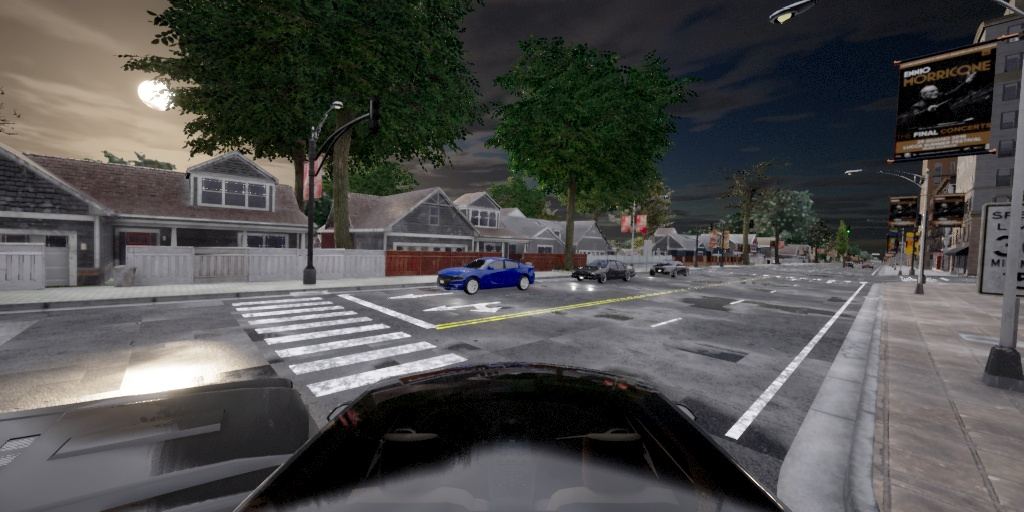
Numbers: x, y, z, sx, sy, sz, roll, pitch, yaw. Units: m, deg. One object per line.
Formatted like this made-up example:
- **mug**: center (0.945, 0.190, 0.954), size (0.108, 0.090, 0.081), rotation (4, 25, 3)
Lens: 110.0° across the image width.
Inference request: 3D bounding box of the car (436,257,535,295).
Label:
- **car**: center (-1.073, 0.805, 16.501), size (5.008, 1.535, 1.882), rotation (0, 2, -44)

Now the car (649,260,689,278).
- **car**: center (13.332, 1.020, 30.300), size (4.181, 1.385, 1.994), rotation (1, 2, -44)

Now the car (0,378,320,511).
- **car**: center (-3.314, 1.285, 1.322), size (4.718, 1.301, 1.895), rotation (1, 2, -34)

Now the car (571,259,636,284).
- **car**: center (6.114, 0.937, 23.400), size (5.357, 1.411, 2.033), rotation (0, 2, -44)
